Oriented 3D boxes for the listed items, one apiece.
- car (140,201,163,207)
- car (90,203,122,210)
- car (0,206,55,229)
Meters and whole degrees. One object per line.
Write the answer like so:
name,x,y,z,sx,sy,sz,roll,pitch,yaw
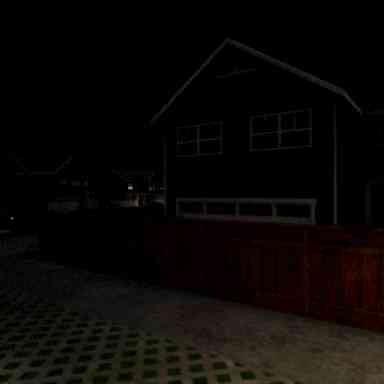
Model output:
car,-5.638,2.041,46.875,1.882,1.535,5.008,0,-1,16
car,-9.030,1.924,34.807,1.837,1.490,4.892,0,0,16
car,-12.013,1.780,24.092,2.128,1.511,4.902,0,-1,16
